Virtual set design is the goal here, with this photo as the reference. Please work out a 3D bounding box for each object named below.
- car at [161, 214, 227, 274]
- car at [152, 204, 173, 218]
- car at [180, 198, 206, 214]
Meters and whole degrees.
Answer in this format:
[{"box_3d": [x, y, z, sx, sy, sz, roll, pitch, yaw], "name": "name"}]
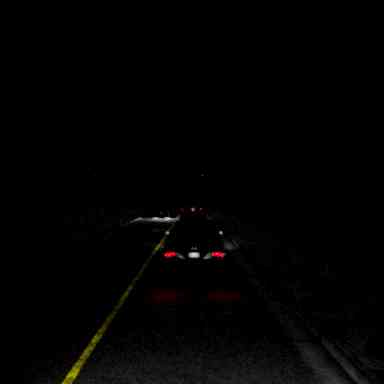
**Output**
[{"box_3d": [0.068, 1.663, 10.892, 2.033, 1.411, 5.357, 0, -1, 0], "name": "car"}, {"box_3d": [-3.082, 1.996, 35.869, 1.994, 1.385, 4.181, 0, -1, 0], "name": "car"}, {"box_3d": [0.092, 1.567, 29.739, 2.150, 2.045, 5.566, 0, -1, 0], "name": "car"}]
